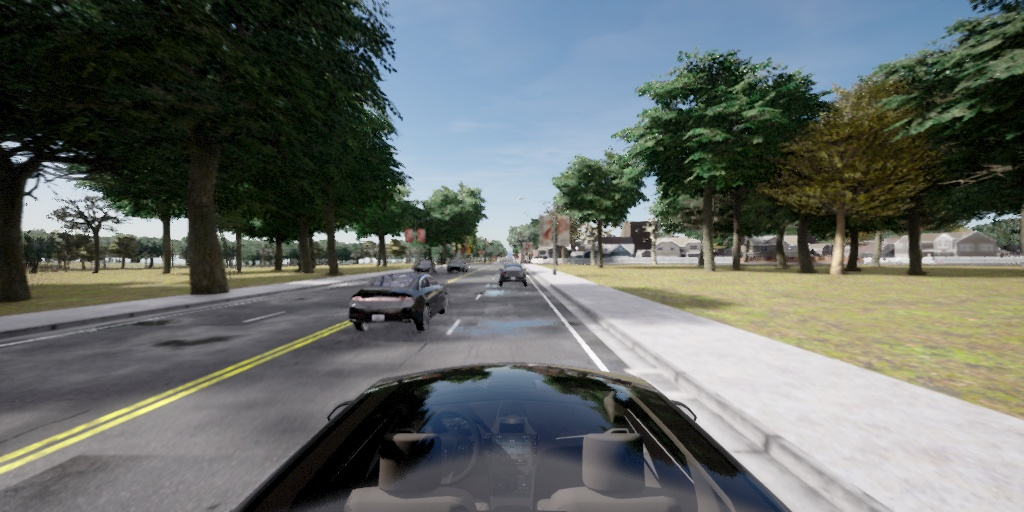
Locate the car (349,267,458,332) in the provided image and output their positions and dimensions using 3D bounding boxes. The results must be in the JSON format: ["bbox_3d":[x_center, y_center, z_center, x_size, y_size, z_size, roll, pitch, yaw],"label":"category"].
[{"bbox_3d":[-3.162,1.243,10.885,2.128,1.511,4.902,0,0,0],"label":"car"}]

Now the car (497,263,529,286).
[{"bbox_3d":[0.070,1.295,25.491,1.812,1.442,4.674,0,0,0],"label":"car"}]

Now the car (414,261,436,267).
[{"bbox_3d":[-9.844,1.316,40.787,1.837,1.490,4.892,0,0,0],"label":"car"}]

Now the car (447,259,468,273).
[{"bbox_3d":[-6.574,1.171,43.615,2.097,1.767,4.553,0,0,0],"label":"car"}]
